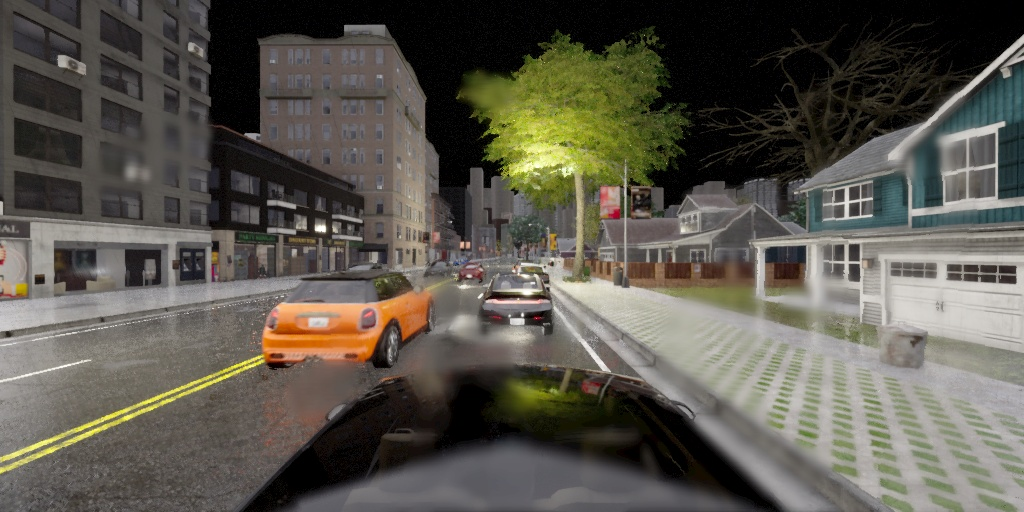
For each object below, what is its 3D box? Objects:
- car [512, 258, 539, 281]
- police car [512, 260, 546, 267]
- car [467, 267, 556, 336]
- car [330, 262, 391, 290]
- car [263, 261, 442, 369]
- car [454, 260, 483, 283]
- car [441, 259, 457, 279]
[{"bbox_3d":[1.093,1.081,30.478,2.097,1.767,4.553,0,0,0],"label":"car"},{"bbox_3d":[1.052,1.165,20.618,1.930,1.638,5.238,0,0,0],"label":"police car"},{"bbox_3d":[0.134,1.239,10.369,2.128,1.511,4.902,0,0,0],"label":"car"},{"bbox_3d":[-9.759,1.214,23.595,1.882,1.535,5.008,0,0,0],"label":"car"},{"bbox_3d":[-3.125,1.100,7.947,2.097,1.767,4.553,0,0,0],"label":"car"},{"bbox_3d":[-3.042,1.258,28.021,1.812,1.442,4.674,0,0,0],"label":"car"},{"bbox_3d":[-6.476,1.233,32.085,1.837,1.490,4.892,0,0,0],"label":"car"}]
